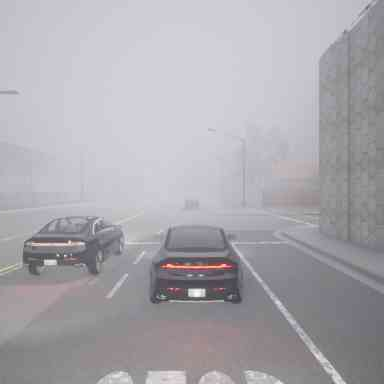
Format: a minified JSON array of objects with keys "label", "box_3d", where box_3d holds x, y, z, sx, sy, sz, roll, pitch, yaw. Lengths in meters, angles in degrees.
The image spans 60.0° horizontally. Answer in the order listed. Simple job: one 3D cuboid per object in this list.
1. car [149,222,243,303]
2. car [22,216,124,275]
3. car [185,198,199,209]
[{"label":"car","box_3d":[0.079,1.505,8.200,1.837,1.490,4.892,0,0,0]},{"label":"car","box_3d":[-3.429,1.492,10.468,2.128,1.511,4.902,0,0,0]},{"label":"car","box_3d":[-0.022,1.492,44.190,2.128,1.511,4.902,0,0,0]}]
